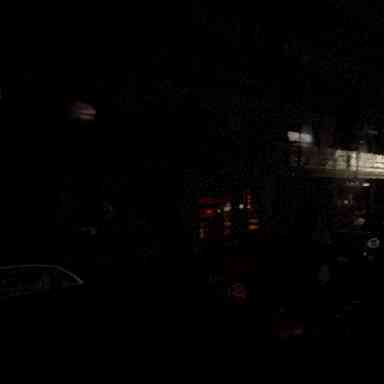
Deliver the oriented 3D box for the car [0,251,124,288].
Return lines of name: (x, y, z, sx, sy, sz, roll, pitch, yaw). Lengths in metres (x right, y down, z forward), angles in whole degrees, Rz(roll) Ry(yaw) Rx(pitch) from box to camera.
car: (-2.983, 1.551, 4.437, 4.403, 1.369, 2.008, 0, 0, -36)

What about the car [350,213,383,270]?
car: (6.015, 1.438, 10.858, 4.097, 1.590, 1.967, 0, 0, -36)

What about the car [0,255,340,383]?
car: (-0.934, 1.601, 2.692, 4.718, 1.301, 1.895, 0, 0, -35)

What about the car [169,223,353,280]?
car: (1.516, 1.543, 7.647, 4.507, 1.381, 1.887, 0, 0, -36)
